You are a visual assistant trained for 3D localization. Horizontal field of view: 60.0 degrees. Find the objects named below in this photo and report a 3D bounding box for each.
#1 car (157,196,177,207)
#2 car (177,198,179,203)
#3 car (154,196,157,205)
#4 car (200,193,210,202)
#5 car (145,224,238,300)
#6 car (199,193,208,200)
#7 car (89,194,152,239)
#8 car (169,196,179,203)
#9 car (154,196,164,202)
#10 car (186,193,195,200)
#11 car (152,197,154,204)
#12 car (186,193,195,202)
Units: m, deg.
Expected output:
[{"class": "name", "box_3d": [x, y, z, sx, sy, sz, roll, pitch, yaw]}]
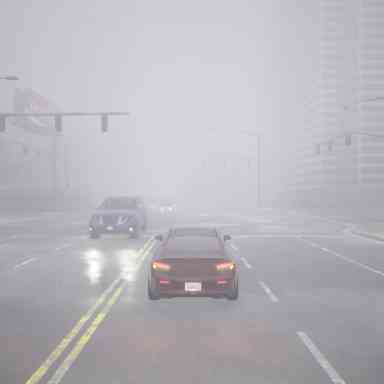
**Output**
[{"class": "car", "box_3d": [-3.823, 1.564, 51.084, 1.994, 1.385, 4.181, 0, 0, 0]}, {"class": "car", "box_3d": [-3.843, 1.525, 60.408, 1.812, 1.442, 4.674, 0, 0, 0]}, {"class": "car", "box_3d": [-7.344, 1.600, 59.646, 1.895, 1.301, 4.718, 0, 0, 0]}, {"class": "car", "box_3d": [3.149, 1.515, 78.046, 2.128, 1.511, 4.902, 0, 0, 0]}, {"class": "car", "box_3d": [0.028, 1.526, 8.237, 1.812, 1.442, 4.674, 0, 0, 0]}, {"class": "car", "box_3d": [3.102, 1.184, 88.334, 2.097, 1.767, 4.553, 0, 0, 0]}, {"class": "car", "box_3d": [-3.679, 1.217, 17.535, 2.150, 2.045, 5.566, 0, 1, -1]}, {"class": "car", "box_3d": [-3.815, 1.552, 70.278, 1.994, 1.385, 4.181, 0, 0, 0]}, {"class": "car", "box_3d": [-7.334, 1.595, 74.286, 1.895, 1.301, 4.718, 0, 0, 0]}, {"class": "car", "box_3d": [-0.398, 1.184, 88.318, 2.097, 1.767, 4.553, 0, 0, 0]}, {"class": "car", "box_3d": [-7.313, 1.491, 48.475, 2.128, 1.511, 4.902, 0, 0, 0]}, {"class": "car", "box_3d": [-0.353, 1.584, 78.413, 1.895, 1.301, 4.718, 0, 0, 0]}]
